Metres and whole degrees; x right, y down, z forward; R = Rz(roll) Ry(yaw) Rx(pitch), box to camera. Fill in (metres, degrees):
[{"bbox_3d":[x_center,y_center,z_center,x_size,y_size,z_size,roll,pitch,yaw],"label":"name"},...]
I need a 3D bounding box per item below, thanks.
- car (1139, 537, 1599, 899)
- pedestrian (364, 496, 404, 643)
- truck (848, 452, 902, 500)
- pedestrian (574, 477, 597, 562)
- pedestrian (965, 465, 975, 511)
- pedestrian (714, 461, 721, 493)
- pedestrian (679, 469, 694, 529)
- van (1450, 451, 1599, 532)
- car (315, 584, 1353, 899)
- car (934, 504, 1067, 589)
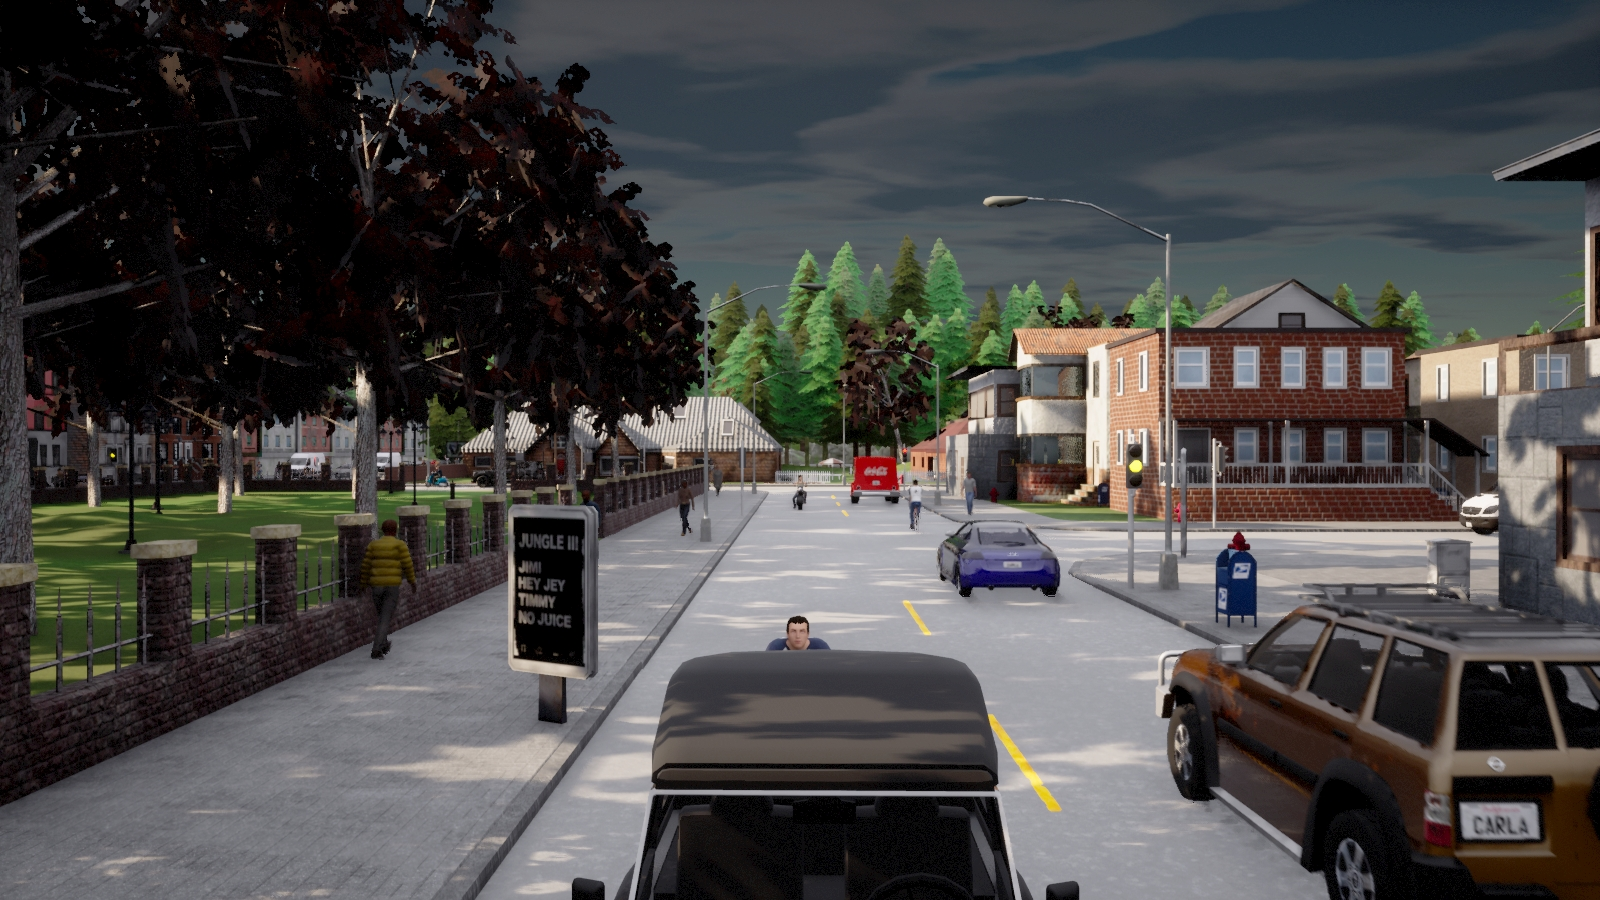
[{"bbox_3d":[3.944,1.642,7.725,1.932,1.855,4.605,0,-1,0],"label":"car"},{"bbox_3d":[-5.364,1.531,14.735,0.375,1.860,0.375,0,0,0],"label":"pedestrian"},{"bbox_3d":[3.969,1.372,61.570,2.627,2.467,5.204,0,0,1],"label":"truck"},{"bbox_3d":[-4.769,1.535,25.438,0.375,1.860,0.375,0,0,14],"label":"pedestrian"},{"bbox_3d":[6.911,1.534,46.449,0.375,1.860,0.375,0,0,14],"label":"pedestrian"},{"bbox_3d":[-4.805,1.552,66.559,0.375,1.860,0.375,0,0,-5],"label":"pedestrian"},{"bbox_3d":[-3.562,1.540,35.822,0.375,1.860,0.375,0,0,15],"label":"pedestrian"},{"bbox_3d":[24.712,1.329,37.232,5.915,2.561,1.988,0,0,0],"label":"van"},{"bbox_3d":[0.090,1.640,4.031,1.905,1.878,3.866,0,0,1],"label":"car"},{"bbox_3d":[4.001,1.908,23.507,1.994,1.385,4.181,0,0,0],"label":"car"}]
